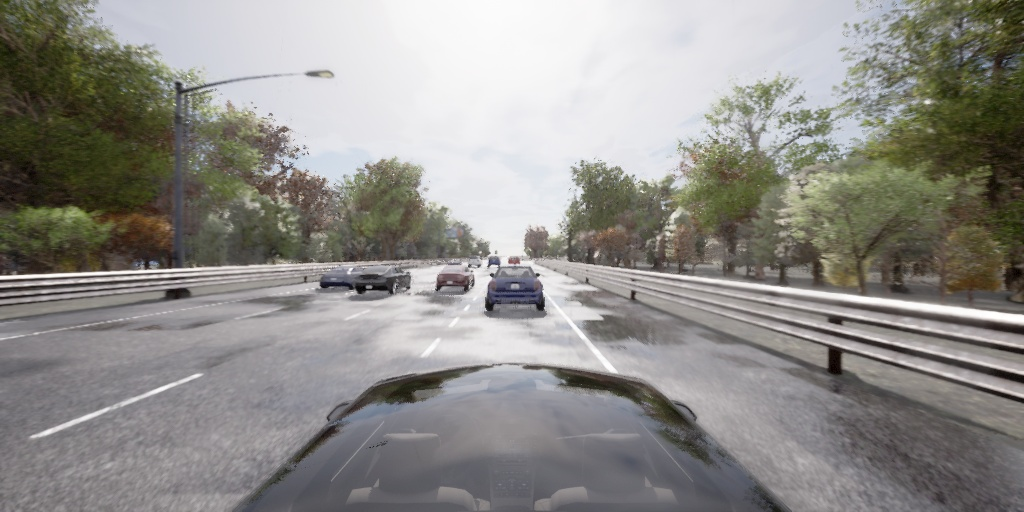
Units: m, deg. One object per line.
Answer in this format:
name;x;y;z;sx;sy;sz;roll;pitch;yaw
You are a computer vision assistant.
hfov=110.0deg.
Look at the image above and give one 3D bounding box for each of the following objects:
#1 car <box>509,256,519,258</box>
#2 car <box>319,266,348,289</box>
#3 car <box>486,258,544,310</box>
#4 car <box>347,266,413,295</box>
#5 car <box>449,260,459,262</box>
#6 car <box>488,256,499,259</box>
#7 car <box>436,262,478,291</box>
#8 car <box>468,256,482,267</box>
car;0.350;0.988;64.745;2.150;2.045;5.566;0;0;0
car;-10.358;1.313;22.843;1.994;1.385;4.181;0;0;0
car;0.117;1.103;14.834;2.097;1.767;4.553;0;0;0
car;-6.869;1.255;19.694;1.837;1.490;4.892;0;0;0
car;-10.157;1.362;63.569;1.895;1.301;4.718;0;0;0
car;-3.151;0.987;64.668;2.150;2.045;5.566;0;0;0
car;-3.363;1.277;21.777;1.812;1.442;4.674;0;0;0
car;-6.651;0.986;64.455;2.150;2.045;5.566;0;0;0
